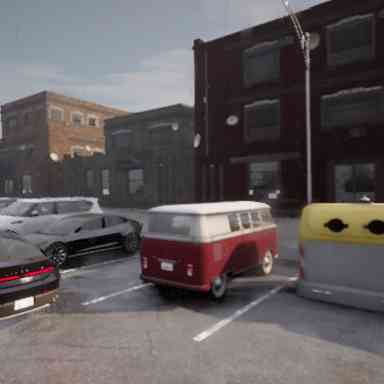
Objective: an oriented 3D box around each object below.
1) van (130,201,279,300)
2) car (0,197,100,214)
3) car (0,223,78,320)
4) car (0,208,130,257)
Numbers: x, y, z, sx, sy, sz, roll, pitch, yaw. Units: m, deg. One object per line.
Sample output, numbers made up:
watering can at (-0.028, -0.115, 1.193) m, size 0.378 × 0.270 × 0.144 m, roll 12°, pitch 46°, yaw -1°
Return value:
van at (0.745, 1.262, 8.568) m, size 1.878 × 1.987 × 4.442 m, roll 0°, pitch 0°, yaw 36°
car at (-6.076, 1.240, 13.257) m, size 2.435 × 2.045 × 5.566 m, roll 0°, pitch 0°, yaw 36°
car at (-4.631, 1.516, 6.683) m, size 4.892 × 1.490 × 1.837 m, roll 0°, pitch 0°, yaw 36°
car at (-3.832, 1.522, 11.655) m, size 2.163 × 1.488 × 4.792 m, roll 0°, pitch 0°, yaw 36°
